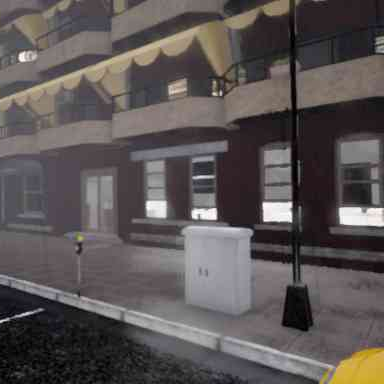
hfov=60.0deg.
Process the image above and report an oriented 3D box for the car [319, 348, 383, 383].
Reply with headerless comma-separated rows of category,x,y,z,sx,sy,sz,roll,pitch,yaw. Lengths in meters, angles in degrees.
car,3.137,1.433,1.201,5.366,1.575,1.801,-1,-1,36
